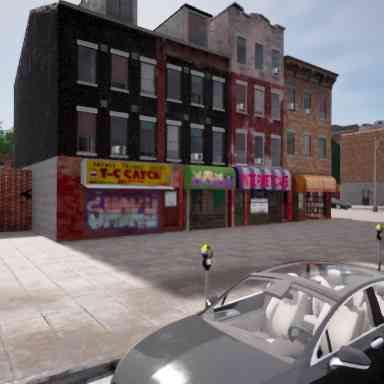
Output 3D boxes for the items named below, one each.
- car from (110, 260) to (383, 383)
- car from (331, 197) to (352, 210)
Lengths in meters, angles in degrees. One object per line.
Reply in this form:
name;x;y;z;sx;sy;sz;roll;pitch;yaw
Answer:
car;1.276;1.551;3.709;4.403;1.369;2.008;0;0;-35
car;16.642;1.378;39.968;1.837;1.490;4.892;0;0;-36
